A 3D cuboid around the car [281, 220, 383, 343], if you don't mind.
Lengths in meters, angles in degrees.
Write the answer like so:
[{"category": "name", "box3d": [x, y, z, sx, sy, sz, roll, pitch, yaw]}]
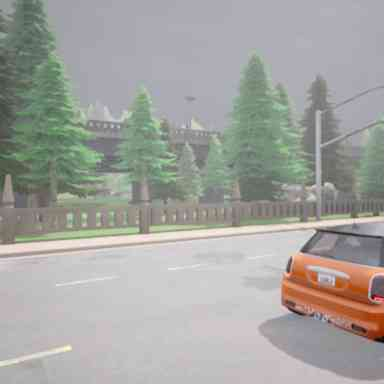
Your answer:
[{"category": "car", "box3d": [3.849, 1.339, 6.130, 4.553, 1.767, 2.097, 0, 0, -31]}]
